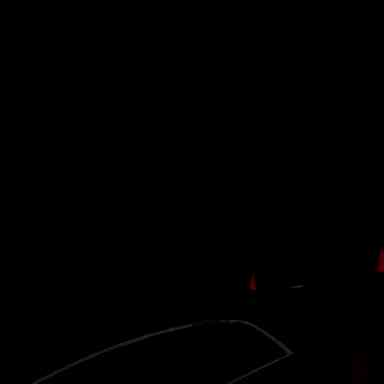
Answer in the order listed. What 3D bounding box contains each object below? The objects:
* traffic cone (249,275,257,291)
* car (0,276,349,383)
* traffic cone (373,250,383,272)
[{"bbox_3d":[1.212,1.950,6.642,0.340,0.580,0.340,0,0,-34],"label":"traffic cone"},{"bbox_3d":[-0.902,1.502,2.205,4.892,1.490,1.837,0,0,-35],"label":"car"},{"bbox_3d":[5.403,1.950,9.453,0.340,0.580,0.340,0,0,-33],"label":"traffic cone"}]
